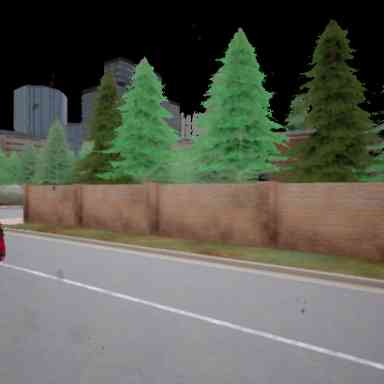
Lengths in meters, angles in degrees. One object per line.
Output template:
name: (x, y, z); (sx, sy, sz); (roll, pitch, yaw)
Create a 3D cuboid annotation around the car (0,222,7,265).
car: (-7.297, 1.154, 9.147); (5.566, 2.045, 2.150); (1, 0, 36)
